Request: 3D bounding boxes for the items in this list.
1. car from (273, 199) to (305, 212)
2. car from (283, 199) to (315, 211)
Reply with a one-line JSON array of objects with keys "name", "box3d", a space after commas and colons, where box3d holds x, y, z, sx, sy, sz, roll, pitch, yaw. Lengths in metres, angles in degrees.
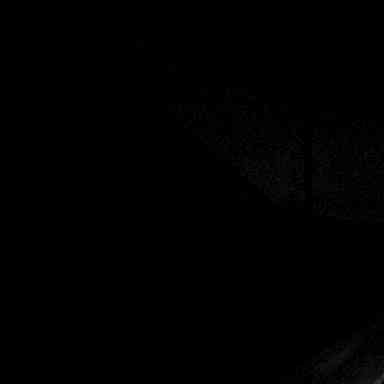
[{"name": "car", "box3d": [12.976, 1.853, 44.421, 2.033, 1.411, 5.357, 0, -1, -20]}, {"name": "car", "box3d": [15.292, 1.824, 47.857, 1.837, 1.490, 4.892, 1, -1, -19]}]
